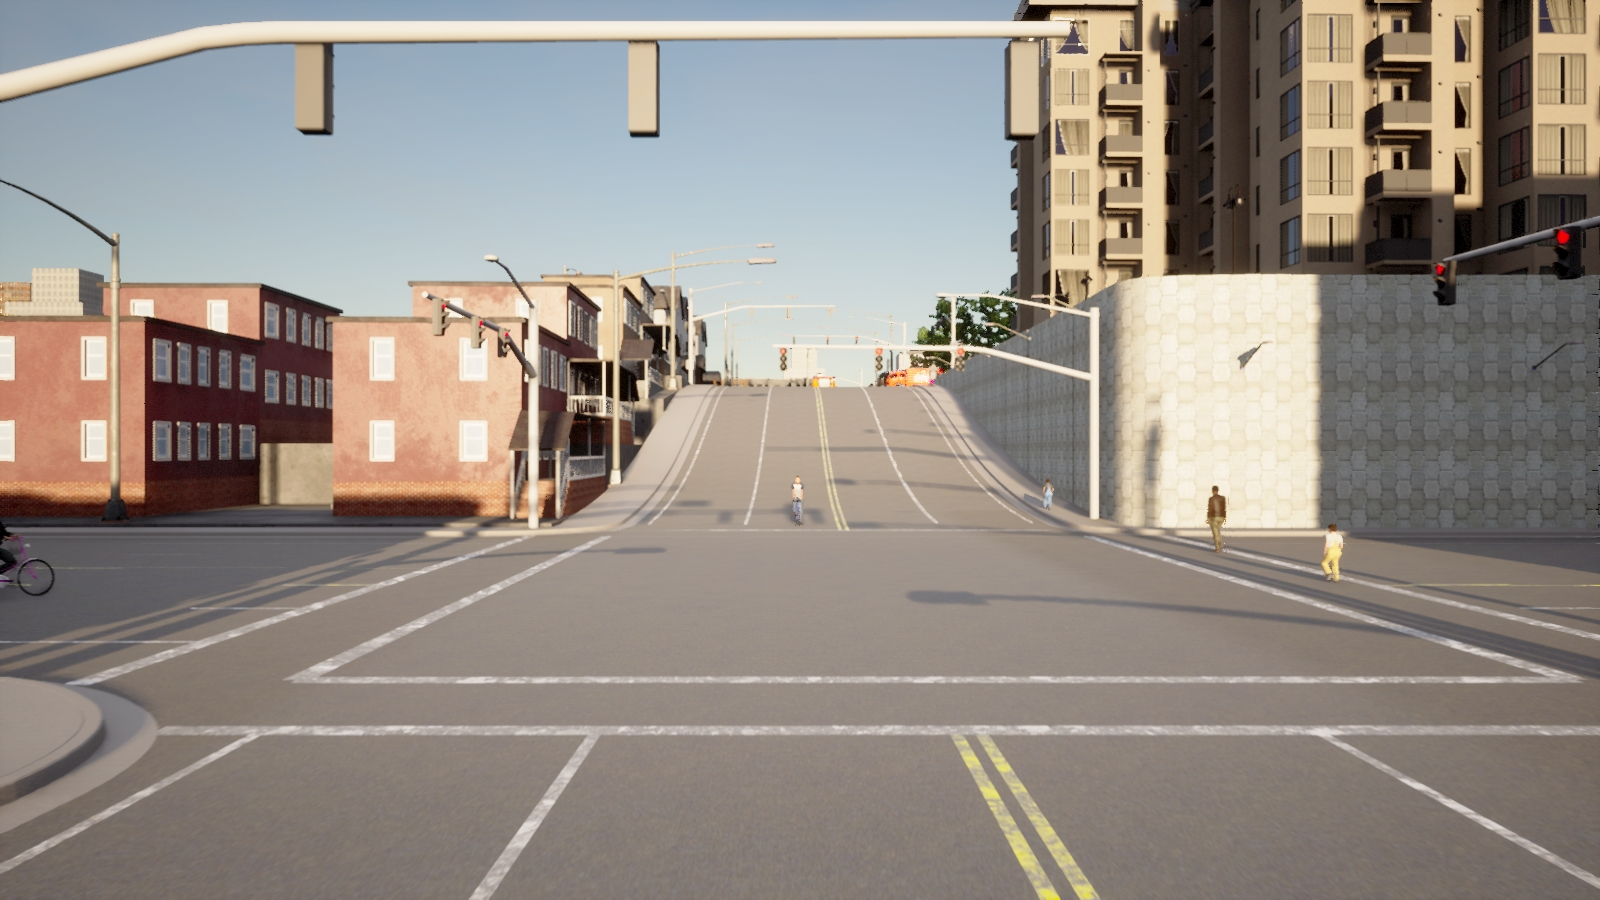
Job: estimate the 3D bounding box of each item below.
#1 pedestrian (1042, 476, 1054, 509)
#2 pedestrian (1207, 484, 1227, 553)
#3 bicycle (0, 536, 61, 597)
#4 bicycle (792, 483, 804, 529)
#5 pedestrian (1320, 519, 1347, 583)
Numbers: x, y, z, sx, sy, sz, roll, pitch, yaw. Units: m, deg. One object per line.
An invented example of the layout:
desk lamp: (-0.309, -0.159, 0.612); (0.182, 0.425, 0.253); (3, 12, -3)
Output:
pedestrian: (9.811, 1.690, 45.224); (0.375, 1.300, 0.375); (0, 0, 0)
pedestrian: (11.322, 1.849, 31.041); (0.375, 1.860, 0.375); (0, 0, -6)
bicycle: (-15.162, 2.233, 21.861); (1.835, 1.126, 0.329); (0, 0, 0)
bicycle: (-0.084, 1.979, 40.750); (0.373, 1.521, 1.643); (0, 2, -2)
pedestrian: (11.280, 2.129, 24.156); (0.375, 1.300, 0.375); (0, 0, -5)
